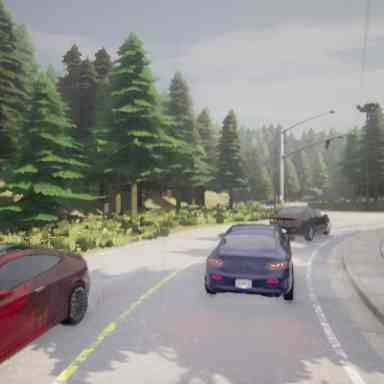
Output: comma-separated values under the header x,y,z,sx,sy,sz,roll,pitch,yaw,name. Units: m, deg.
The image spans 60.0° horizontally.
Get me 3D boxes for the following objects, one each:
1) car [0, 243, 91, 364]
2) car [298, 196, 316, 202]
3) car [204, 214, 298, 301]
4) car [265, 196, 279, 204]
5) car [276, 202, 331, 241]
x,y,z,sx,sy,sz,roll,pitch,yaw,name
-3.013,1.518,4.501,1.812,1.442,4.674,0,0,9,car
22.766,1.443,65.520,4.674,1.442,1.812,0,0,-44,car
1.556,1.512,8.312,1.812,1.442,4.674,0,0,15,car
12.647,1.446,52.098,1.837,1.490,4.892,-1,0,21,car
5.493,1.478,16.675,1.837,1.490,4.892,0,0,37,car
